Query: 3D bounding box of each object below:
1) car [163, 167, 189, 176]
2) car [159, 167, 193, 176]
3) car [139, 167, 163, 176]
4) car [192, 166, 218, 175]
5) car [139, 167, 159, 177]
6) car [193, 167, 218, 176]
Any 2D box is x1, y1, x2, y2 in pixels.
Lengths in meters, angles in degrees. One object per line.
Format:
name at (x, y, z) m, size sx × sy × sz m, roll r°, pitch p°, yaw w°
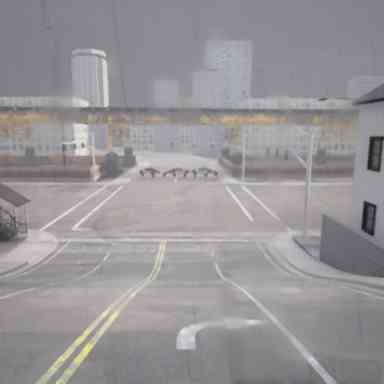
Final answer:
car at (-2.894, -3.867, 61.426) m, size 4.536 × 1.218 × 1.853 m, roll -7°, pitch 12°, yaw -36°
car at (-2.935, -3.706, 61.423) m, size 4.974 × 1.542 × 2.038 m, roll -7°, pitch 12°, yaw -36°
car at (-7.581, -3.874, 61.434) m, size 4.536 × 1.218 × 1.853 m, roll 10°, pitch 14°, yaw 43°
car at (2.388, -3.995, 62.180) m, size 4.536 × 1.218 × 1.853 m, roll 6°, pitch 11°, yaw 28°
car at (-7.544, -3.713, 61.426) m, size 4.974 × 1.542 × 2.038 m, roll 10°, pitch 14°, yaw 43°
car at (2.434, -3.836, 62.184) m, size 4.974 × 1.542 × 2.038 m, roll 6°, pitch 11°, yaw 28°
